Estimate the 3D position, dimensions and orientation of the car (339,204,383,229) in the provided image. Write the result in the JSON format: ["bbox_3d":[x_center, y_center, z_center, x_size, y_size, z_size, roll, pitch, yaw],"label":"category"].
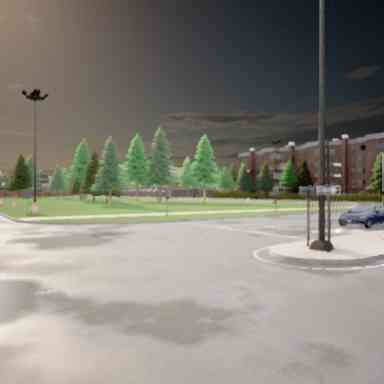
[{"bbox_3d":[11.703,1.546,22.141,4.674,1.442,1.812,0,0,-36],"label":"car"}]
